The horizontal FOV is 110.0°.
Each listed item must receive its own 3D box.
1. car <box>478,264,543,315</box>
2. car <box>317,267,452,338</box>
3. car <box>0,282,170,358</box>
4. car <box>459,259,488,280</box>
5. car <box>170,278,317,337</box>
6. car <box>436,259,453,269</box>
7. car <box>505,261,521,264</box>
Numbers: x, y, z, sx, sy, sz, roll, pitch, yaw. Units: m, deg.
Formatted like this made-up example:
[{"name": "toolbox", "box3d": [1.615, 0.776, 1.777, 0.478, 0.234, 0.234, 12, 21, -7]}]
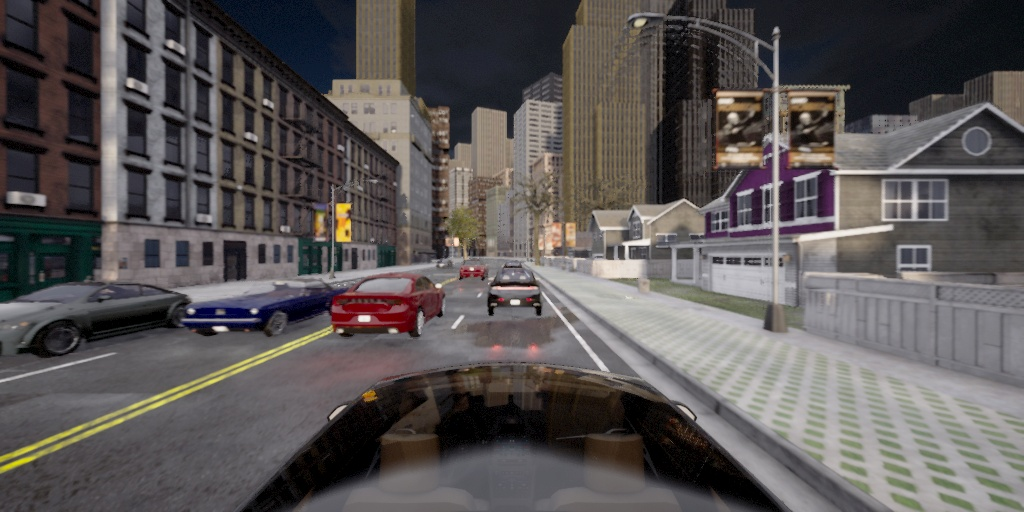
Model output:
[{"name": "car", "box3d": [0.100, 1.222, 13.477, 2.128, 1.511, 4.902, 0, 0, 0]}, {"name": "car", "box3d": [-3.151, 1.216, 10.156, 1.882, 1.535, 5.008, 0, -1, 0]}, {"name": "car", "box3d": [-9.850, 1.304, 8.310, 1.994, 1.385, 4.181, 0, 0, 0]}, {"name": "car", "box3d": [-3.149, 1.055, 30.337, 2.097, 1.767, 4.553, 0, 0, 0]}, {"name": "car", "box3d": [-6.601, 1.338, 10.324, 1.895, 1.301, 4.718, 0, 0, 0]}, {"name": "car", "box3d": [-9.817, 1.137, 52.486, 2.128, 1.511, 4.902, 0, 0, 0]}, {"name": "car", "box3d": [0.098, 1.190, 30.679, 2.128, 1.511, 4.902, 0, 0, 0]}]
